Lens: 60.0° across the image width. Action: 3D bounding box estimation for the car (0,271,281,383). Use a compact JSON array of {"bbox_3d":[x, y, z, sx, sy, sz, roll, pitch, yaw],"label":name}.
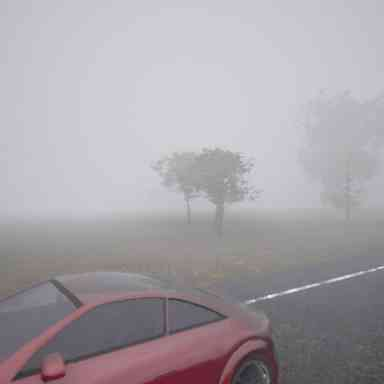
[{"bbox_3d":[-1.108,1.565,3.179,4.181,1.385,1.994,0,0,-35],"label":"car"}]
